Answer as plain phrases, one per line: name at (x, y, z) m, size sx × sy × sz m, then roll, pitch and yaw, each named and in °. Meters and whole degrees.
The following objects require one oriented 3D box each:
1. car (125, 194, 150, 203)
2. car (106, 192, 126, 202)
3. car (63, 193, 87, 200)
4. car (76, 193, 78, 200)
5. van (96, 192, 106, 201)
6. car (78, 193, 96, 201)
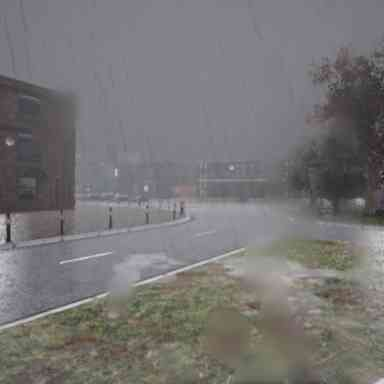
car at (-10.323, 1.376, 66.226) m, size 2.163 × 1.488 × 4.792 m, roll 1°, pitch 0°, yaw 31°
car at (-14.939, 1.156, 69.091) m, size 2.185 × 1.767 × 4.553 m, roll 1°, pitch 0°, yaw 31°
car at (-26.848, 1.053, 76.266) m, size 2.231 × 1.521 × 4.892 m, roll 1°, pitch 0°, yaw 31°
car at (-24.583, 1.099, 74.882) m, size 2.097 × 1.535 × 5.008 m, roll 1°, pitch 0°, yaw 31°
van at (-17.502, 1.015, 70.470) m, size 1.878 × 1.987 × 4.442 m, roll 1°, pitch 0°, yaw 31°
car at (-22.078, 1.025, 73.410) m, size 2.185 × 1.767 × 4.553 m, roll 1°, pitch 0°, yaw 31°
